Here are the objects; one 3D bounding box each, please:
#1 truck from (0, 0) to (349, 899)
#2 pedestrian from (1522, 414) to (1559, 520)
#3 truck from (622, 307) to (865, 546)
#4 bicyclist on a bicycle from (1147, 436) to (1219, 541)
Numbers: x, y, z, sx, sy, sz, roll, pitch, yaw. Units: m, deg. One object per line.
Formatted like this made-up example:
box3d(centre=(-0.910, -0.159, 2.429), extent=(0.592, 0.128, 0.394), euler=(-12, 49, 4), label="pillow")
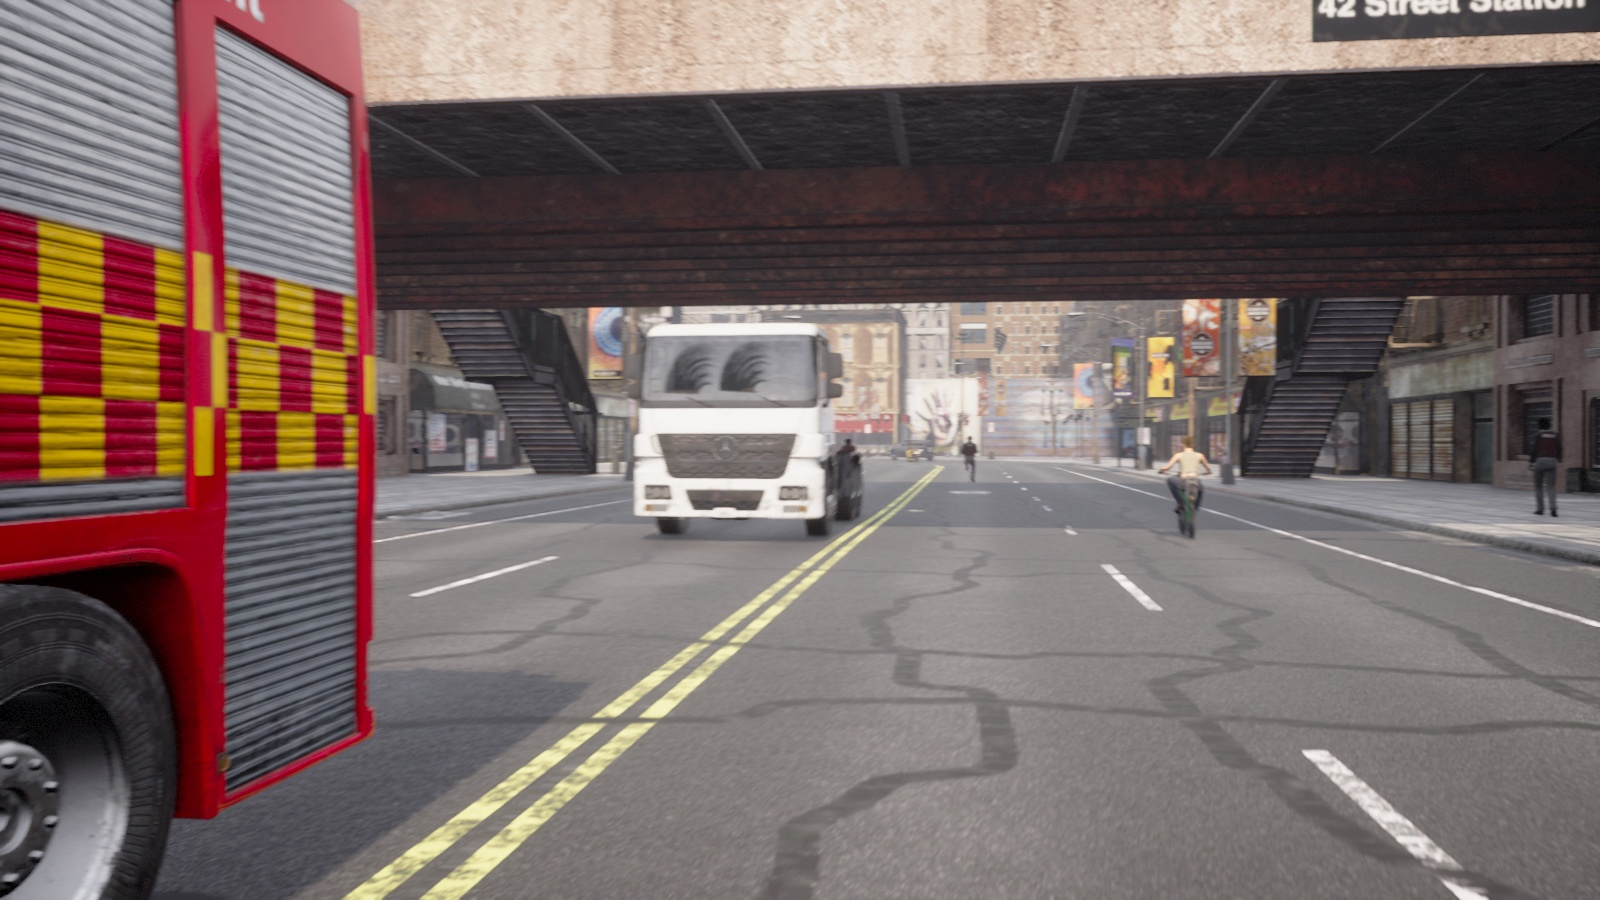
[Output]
box3d(centre=(-3.561, -0.432, 0.390), extent=(2.891, 3.827, 8.468), euler=(0, 0, 7), label="truck")
box3d(centre=(13.727, 0.313, 23.291), extent=(0.402, 1.930, 0.666), euler=(0, 0, 15), label="pedestrian")
box3d(centre=(-0.648, -0.365, 22.314), extent=(2.891, 3.462, 7.936), euler=(0, 0, 8), label="truck")
box3d(centre=(6.098, 0.587, 20.070), extent=(0.866, 1.612, 1.509), euler=(0, 0, 8), label="bicyclist on a bicycle")
